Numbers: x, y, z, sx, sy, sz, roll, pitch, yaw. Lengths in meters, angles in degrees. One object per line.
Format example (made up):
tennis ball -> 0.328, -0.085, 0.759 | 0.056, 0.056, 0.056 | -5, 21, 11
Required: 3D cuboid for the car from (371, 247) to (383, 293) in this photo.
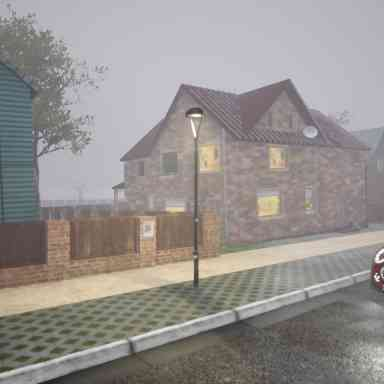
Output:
car -> 6.029, 1.356, 7.585 | 4.553, 1.767, 2.097 | 0, 0, -37
